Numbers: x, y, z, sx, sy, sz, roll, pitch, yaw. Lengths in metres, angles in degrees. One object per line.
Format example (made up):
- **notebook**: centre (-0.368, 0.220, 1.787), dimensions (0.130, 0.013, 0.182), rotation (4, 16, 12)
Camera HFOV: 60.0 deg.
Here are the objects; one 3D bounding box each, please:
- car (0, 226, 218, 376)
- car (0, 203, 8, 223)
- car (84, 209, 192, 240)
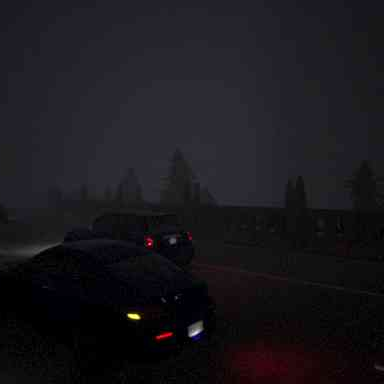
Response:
- **car**: centre (-1.749, 1.535, 5.593), dimensions (4.674, 1.442, 1.812), rotation (0, 0, 39)
- **car**: centre (-14.831, 1.507, 24.523), dimensions (1.837, 1.490, 4.892), rotation (0, 0, -36)
- **car**: centre (-2.139, 1.367, 10.528), dimensions (4.553, 1.767, 2.097), rotation (0, 0, 40)
